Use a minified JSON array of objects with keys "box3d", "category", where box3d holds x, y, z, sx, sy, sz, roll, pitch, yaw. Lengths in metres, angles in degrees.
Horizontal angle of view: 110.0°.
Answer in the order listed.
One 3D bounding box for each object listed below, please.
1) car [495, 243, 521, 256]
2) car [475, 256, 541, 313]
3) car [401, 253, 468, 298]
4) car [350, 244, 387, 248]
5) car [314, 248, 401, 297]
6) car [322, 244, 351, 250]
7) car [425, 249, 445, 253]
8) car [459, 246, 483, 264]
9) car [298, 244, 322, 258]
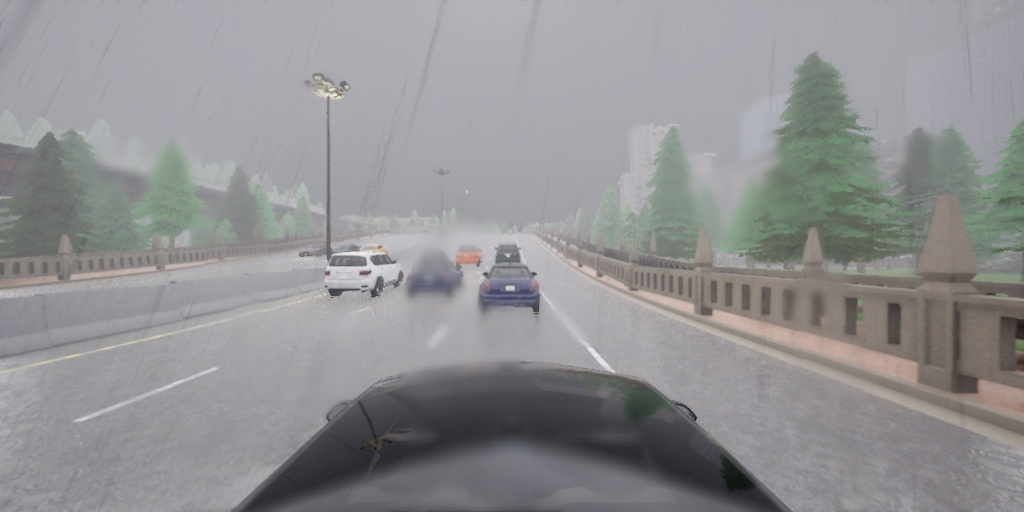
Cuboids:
[{"box3d":[-0.364,-0.175,32.545,2.150,2.045,5.566,0,6,-1],"category":"car"},{"box3d":[-0.084,1.041,13.952,2.097,1.767,4.553,0,1,-1],"category":"car"},{"box3d":[-3.633,0.930,17.747,2.097,1.767,4.553,0,2,-1],"category":"car"},{"box3d":[-14.635,-0.457,37.512,1.882,1.535,5.008,0,6,-1],"category":"car"},{"box3d":[-7.131,0.798,17.817,2.150,2.045,5.566,0,2,-1],"category":"car"},{"box3d":[-18.165,-0.595,39.315,2.033,1.411,5.357,0,7,-1],"category":"car"},{"box3d":[-7.389,0.015,34.021,1.994,1.385,4.181,0,6,-1],"category":"car"},{"box3d":[-3.879,-0.121,33.283,2.097,1.767,4.553,0,6,-1],"category":"car"},{"box3d":[-21.664,-0.613,39.581,1.994,1.385,4.181,0,7,-1],"category":"car"}]
